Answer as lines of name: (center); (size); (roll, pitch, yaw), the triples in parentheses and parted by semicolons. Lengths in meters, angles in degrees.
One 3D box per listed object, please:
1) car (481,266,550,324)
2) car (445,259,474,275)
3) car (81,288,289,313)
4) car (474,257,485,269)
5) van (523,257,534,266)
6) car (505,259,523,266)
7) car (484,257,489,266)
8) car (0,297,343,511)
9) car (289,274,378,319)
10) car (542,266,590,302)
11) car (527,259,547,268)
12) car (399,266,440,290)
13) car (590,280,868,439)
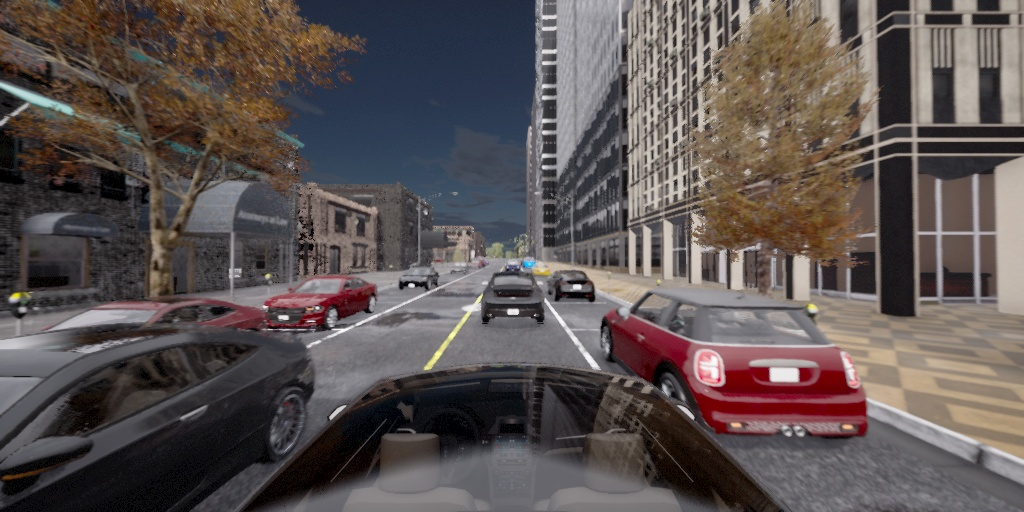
car: (0.023, 1.249, 11.983); (1.837, 1.490, 4.892); (0, 0, 0)
car: (-5.683, 1.281, 39.379); (2.007, 1.370, 4.403); (0, 0, 0)
car: (-5.688, 1.330, 5.515); (1.802, 1.307, 4.207); (0, 0, 0)
car: (-5.680, 1.305, 56.312); (1.802, 1.307, 4.207); (0, 0, 0)
van: (2.668, 1.064, 56.255); (1.690, 1.789, 3.998); (0, 0, 0)
car: (0.110, 1.329, 44.575); (1.895, 1.301, 4.718); (0, 0, 0)
car: (-5.679, 1.035, 61.956); (2.192, 1.841, 5.009); (0, 0, 0)
car: (-3.100, 1.275, 2.248); (1.812, 1.442, 4.674); (0, 0, 0)
car: (-5.688, 1.290, 11.159); (1.888, 1.381, 4.507); (0, 0, 0)
car: (2.661, 1.308, 16.747); (1.948, 1.339, 4.313); (0, 0, 0)
car: (2.664, 1.259, 33.849); (1.751, 1.417, 4.829); (0, 0, 0)
car: (-5.686, 1.305, 22.447); (1.948, 1.339, 4.313); (0, 0, 0)
car: (2.659, 1.188, 5.458); (1.967, 1.591, 4.097); (0, 0, 0)
